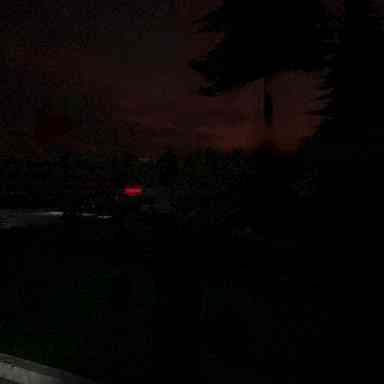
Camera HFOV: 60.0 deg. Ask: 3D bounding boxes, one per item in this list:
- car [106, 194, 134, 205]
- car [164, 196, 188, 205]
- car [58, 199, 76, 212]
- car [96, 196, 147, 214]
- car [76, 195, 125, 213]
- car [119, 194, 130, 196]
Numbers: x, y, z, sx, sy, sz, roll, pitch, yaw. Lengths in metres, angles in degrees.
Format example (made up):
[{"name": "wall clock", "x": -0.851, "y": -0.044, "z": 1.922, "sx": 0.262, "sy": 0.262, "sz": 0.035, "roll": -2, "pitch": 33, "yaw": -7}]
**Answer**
[{"name": "car", "x": -11.560, "y": 1.161, "z": 53.700, "sx": 2.097, "sy": 1.767, "sz": 4.553, "roll": 0, "pitch": 0, "yaw": 28}, {"name": "car", "x": -2.949, "y": 1.329, "z": 54.897, "sx": 1.994, "sy": 1.385, "sz": 4.181, "roll": 0, "pitch": 0, "yaw": 28}, {"name": "car", "x": -12.645, "y": 1.463, "z": 36.754, "sx": 1.994, "sy": 1.385, "sz": 4.181, "roll": 0, "pitch": 0, "yaw": 28}, {"name": "car", "x": -6.827, "y": 1.407, "z": 32.753, "sx": 1.812, "sy": 1.442, "sz": 4.674, "roll": 0, "pitch": 0, "yaw": 28}, {"name": "car", "x": -9.482, "y": 1.391, "z": 35.253, "sx": 1.837, "sy": 1.490, "sz": 4.892, "roll": 0, "pitch": 0, "yaw": 28}, {"name": "car", "x": -8.741, "y": 1.327, "z": 51.553, "sx": 1.812, "sy": 1.442, "sz": 4.674, "roll": 0, "pitch": 0, "yaw": 28}]
